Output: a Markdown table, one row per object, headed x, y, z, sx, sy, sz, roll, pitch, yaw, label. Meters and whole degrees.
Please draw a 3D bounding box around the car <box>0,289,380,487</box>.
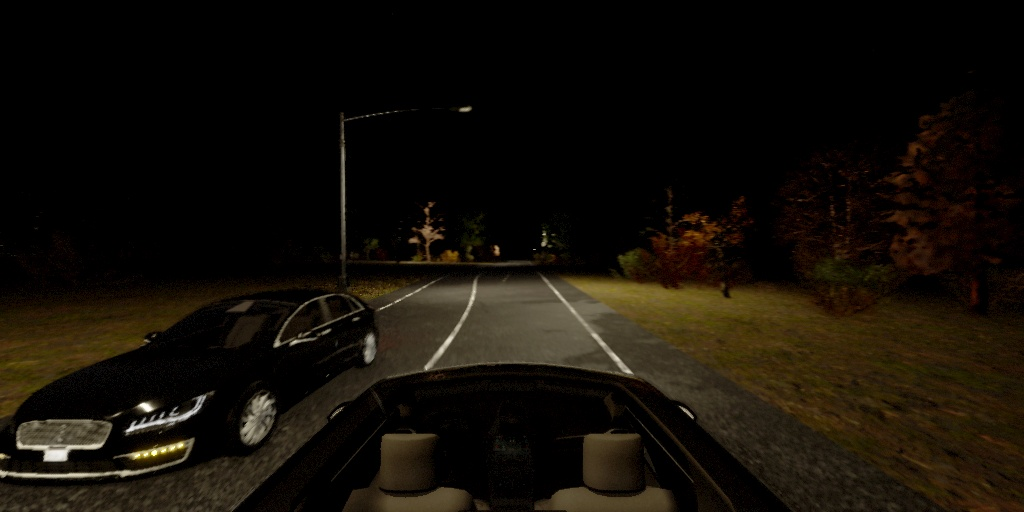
| x | y | z | sx | sy | sz | roll | pitch | yaw | label |
| --- | --- | --- | --- | --- | --- | --- | --- | --- | --- |
| -3.531 | 1.311 | 5.225 | 1.837 | 1.490 | 4.892 | -1 | 0 | 1 | car |
